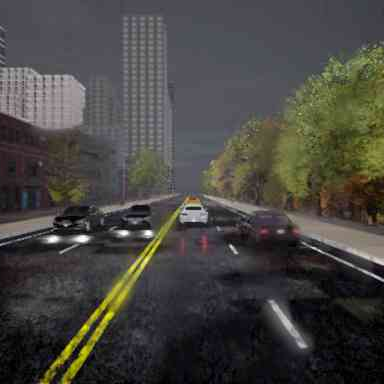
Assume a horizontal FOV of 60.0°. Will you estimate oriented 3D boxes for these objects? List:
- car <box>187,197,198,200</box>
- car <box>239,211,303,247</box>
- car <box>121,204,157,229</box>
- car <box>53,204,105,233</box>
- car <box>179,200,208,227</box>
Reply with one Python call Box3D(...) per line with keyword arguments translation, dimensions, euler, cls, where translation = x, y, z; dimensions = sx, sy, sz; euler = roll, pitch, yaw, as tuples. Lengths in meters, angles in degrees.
Box3D(translation=(0.103, 1.473, 47.447), dimensions=(1.882, 1.535, 5.008), euler=(0, 0, 0), cls="car")
Box3D(translation=(3.350, 1.549, 15.067), dimensions=(2.033, 1.411, 5.357), euler=(0, 0, 0), cls="car")
Box3D(translation=(-3.338, 1.527, 21.782), dimensions=(1.812, 1.442, 4.674), euler=(0, 0, 0), cls="car")
Box3D(translation=(-6.591, 1.507, 19.796), dimensions=(1.837, 1.490, 4.892), euler=(0, 0, 0), cls="car")
Box3D(translation=(0.102, 1.526, 22.771), dimensions=(1.812, 1.442, 4.674), euler=(0, 0, 0), cls="car")
